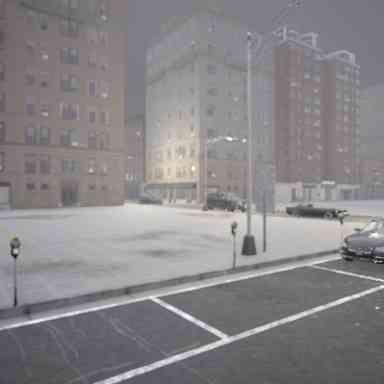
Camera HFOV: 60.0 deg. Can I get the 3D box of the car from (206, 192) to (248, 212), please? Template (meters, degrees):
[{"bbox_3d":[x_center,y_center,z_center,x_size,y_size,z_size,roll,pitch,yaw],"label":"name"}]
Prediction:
[{"bbox_3d":[3.663,1.065,35.128,2.150,2.045,5.566,0,0,-35],"label":"car"}]

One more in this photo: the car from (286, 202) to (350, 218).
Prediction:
[{"bbox_3d":[9.902,1.495,26.402,1.895,1.301,4.718,0,0,-36],"label":"car"}]

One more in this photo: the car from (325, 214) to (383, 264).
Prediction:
[{"bbox_3d":[6.624,1.535,10.909,4.403,1.369,2.008,0,0,-35],"label":"car"}]

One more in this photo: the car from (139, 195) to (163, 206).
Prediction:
[{"bbox_3d":[-6.050,1.244,48.778,1.882,1.535,5.008,0,0,-35],"label":"car"}]
